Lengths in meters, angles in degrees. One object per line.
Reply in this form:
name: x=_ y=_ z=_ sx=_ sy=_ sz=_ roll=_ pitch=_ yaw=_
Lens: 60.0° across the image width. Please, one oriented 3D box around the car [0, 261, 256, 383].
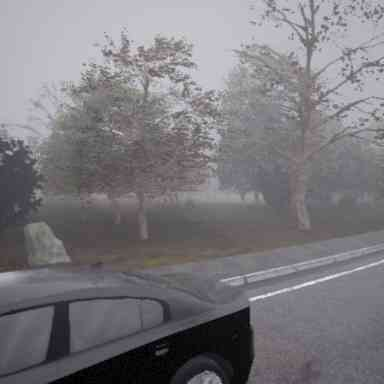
car: x=-1.634 y=1.477 z=2.888 sx=5.008 sy=1.535 sz=1.882 roll=0 pitch=0 yaw=-36
